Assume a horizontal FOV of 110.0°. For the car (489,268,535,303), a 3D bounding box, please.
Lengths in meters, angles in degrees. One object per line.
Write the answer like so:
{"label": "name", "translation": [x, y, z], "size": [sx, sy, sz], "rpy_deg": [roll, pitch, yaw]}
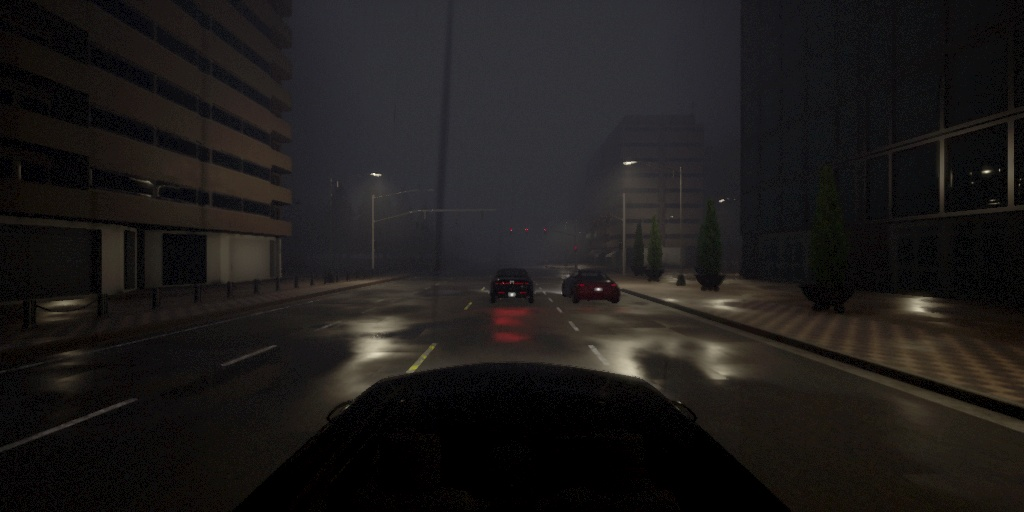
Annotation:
{"label": "car", "translation": [0.000, 1.264, 16.500], "size": [1.837, 1.490, 4.892], "rpy_deg": [0, 0, 0]}

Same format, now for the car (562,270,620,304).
{"label": "car", "translation": [3.500, 1.321, 16.500], "size": [1.994, 1.385, 4.181], "rpy_deg": [0, 0, 0]}
